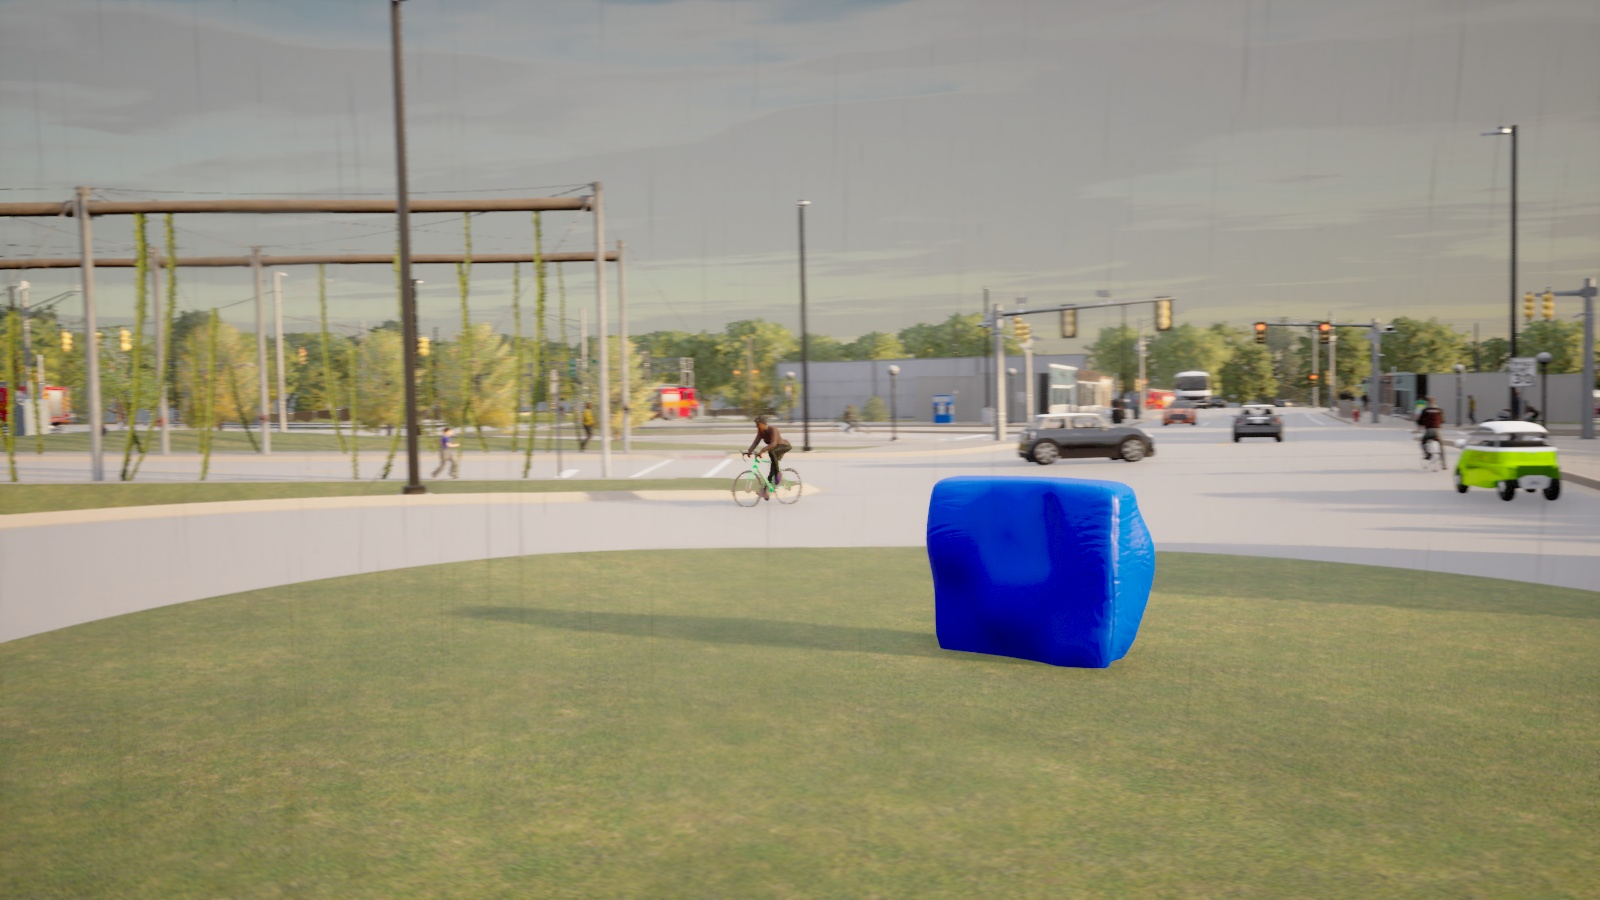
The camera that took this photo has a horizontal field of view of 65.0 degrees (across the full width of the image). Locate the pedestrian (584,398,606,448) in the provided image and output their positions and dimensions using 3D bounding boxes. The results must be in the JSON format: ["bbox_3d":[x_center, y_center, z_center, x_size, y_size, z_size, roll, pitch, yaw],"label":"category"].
[{"bbox_3d":[-7.612,-0.991,46.641,0.726,1.835,0.370,-1,3,-5],"label":"pedestrian"}]

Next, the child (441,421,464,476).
[{"bbox_3d":[-8.135,-0.031,29.405,0.437,1.263,0.270,-1,3,-7],"label":"child"}]

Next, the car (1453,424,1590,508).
[{"bbox_3d":[13.073,0.262,22.872,1.481,1.376,2.207,0,3,10],"label":"car"}]

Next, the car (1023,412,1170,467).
[{"bbox_3d":[8.647,-0.333,36.875,3.806,1.475,1.970,-1,2,-1],"label":"car"}]

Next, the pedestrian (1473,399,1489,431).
[{"bbox_3d":[39.600,-2.059,73.029,0.726,1.835,0.370,0,3,10],"label":"pedestrian"}]

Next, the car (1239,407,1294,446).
[{"bbox_3d":[18.459,-0.946,49.826,1.970,1.475,3.806,0,1,20],"label":"car"}]

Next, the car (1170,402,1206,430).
[{"bbox_3d":[26.181,-2.316,84.713,2.097,1.767,4.553,0,2,20],"label":"car"}]

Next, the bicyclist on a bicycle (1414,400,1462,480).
[{"bbox_3d":[14.893,-0.252,29.355,0.659,1.776,1.843,0,3,16],"label":"bicyclist on a bicycle"}]

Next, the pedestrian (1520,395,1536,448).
[{"bbox_3d":[25.743,-1.027,44.393,0.402,1.842,0.726,0,3,25],"label":"pedestrian"}]

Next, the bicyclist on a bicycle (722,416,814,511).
[{"bbox_3d":[-0.560,0.213,22.343,1.656,1.620,0.582,-2,3,-43],"label":"bicyclist on a bicycle"}]

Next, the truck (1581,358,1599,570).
[{"bbox_3d":[10.837,0.358,12.380,2.627,2.467,5.204,1,4,-4],"label":"truck"}]

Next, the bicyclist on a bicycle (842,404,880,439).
[{"bbox_3d":[3.205,-1.486,65.841,1.843,1.776,0.659,2,3,19],"label":"bicyclist on a bicycle"}]

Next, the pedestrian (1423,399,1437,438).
[{"bbox_3d":[32.173,-1.616,64.137,0.659,1.952,0.873,0,3,26],"label":"pedestrian"}]
